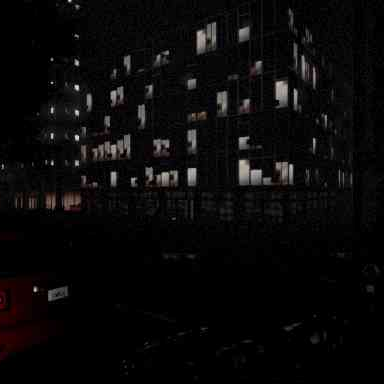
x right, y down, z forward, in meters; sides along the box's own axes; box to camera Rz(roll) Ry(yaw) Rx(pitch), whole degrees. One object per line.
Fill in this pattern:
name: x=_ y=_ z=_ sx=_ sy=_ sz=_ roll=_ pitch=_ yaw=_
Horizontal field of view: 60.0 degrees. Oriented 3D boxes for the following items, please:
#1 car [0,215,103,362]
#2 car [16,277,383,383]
car: x=-3.569 y=1.315 z=5.428 sx=5.009 sy=1.841 sz=2.192 roll=0 pitch=0 yaw=36
car: x=0.925 y=1.566 z=2.218 sx=4.313 sy=1.339 sz=1.947 roll=0 pitch=0 yaw=36
